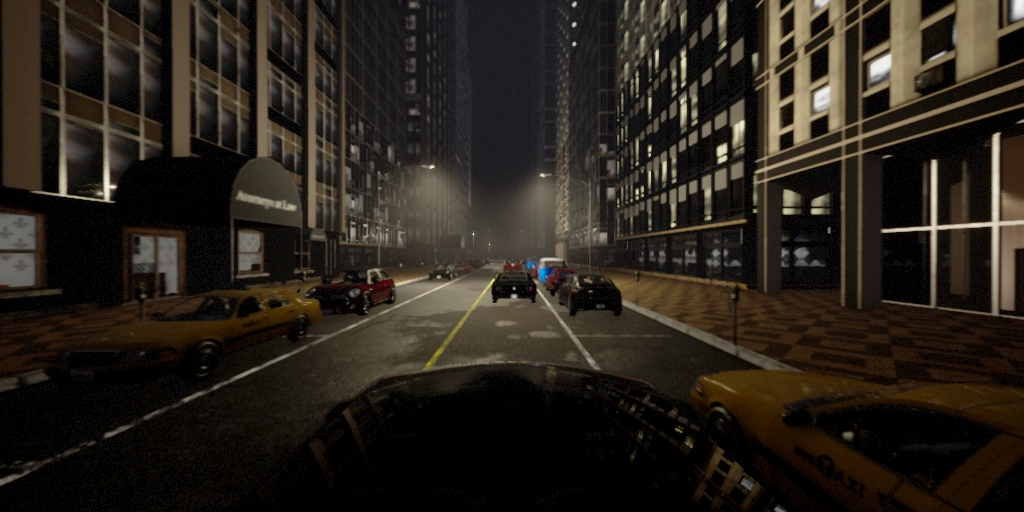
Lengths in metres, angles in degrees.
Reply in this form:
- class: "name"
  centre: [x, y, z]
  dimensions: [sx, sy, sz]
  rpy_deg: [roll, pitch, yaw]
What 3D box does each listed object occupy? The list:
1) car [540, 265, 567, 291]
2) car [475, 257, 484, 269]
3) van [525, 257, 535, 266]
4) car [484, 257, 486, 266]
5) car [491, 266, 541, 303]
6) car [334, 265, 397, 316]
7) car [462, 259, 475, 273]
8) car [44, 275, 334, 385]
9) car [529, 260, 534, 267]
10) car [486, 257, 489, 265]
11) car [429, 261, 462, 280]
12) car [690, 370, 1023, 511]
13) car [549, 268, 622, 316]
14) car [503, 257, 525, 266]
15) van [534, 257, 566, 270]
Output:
- class: "car"
  centre: [2.684, 1.301, 18.731]
  dimensions: [1.802, 1.307, 4.207]
  rpy_deg: [0, 0, 0]
- class: "car"
  centre: [-5.708, 1.177, 52.920]
  dimensions: [1.888, 1.381, 4.507]
  rpy_deg: [0, 0, 0]
- class: "van"
  centre: [2.675, 0.987, 47.222]
  dimensions: [1.690, 1.789, 3.998]
  rpy_deg: [0, 0, 0]
- class: "car"
  centre: [-5.710, 1.197, 58.619]
  dimensions: [1.802, 1.307, 4.207]
  rpy_deg: [0, 0, 0]
- class: "car"
  centre: [0.091, 1.325, 16.529]
  dimensions: [1.895, 1.301, 4.718]
  rpy_deg: [0, 0, 0]
- class: "car"
  centre: [-5.695, 1.172, 13.032]
  dimensions: [1.967, 1.591, 4.097]
  rpy_deg: [0, 0, 0]
- class: "car"
  centre: [-5.704, 1.245, 41.523]
  dimensions: [1.802, 1.307, 4.207]
  rpy_deg: [0, 0, 0]
- class: "car"
  centre: [-5.693, 1.267, 7.161]
  dimensions: [1.751, 1.417, 4.829]
  rpy_deg: [0, 0, 0]
- class: "car"
  centre: [2.680, 1.237, 30.127]
  dimensions: [1.888, 1.381, 4.507]
  rpy_deg: [0, 0, 0]
- class: "car"
  centre: [-5.712, 1.148, 64.316]
  dimensions: [2.007, 1.370, 4.403]
  rpy_deg: [0, 0, 0]
- class: "car"
  centre: [-5.700, 1.259, 30.126]
  dimensions: [1.948, 1.339, 4.313]
  rpy_deg: [0, 0, 0]
- class: "car"
  centre: [2.690, 1.275, 1.803]
  dimensions: [1.751, 1.417, 4.829]
  rpy_deg: [0, 0, 0]
- class: "car"
  centre: [2.686, 1.281, 13.033]
  dimensions: [2.007, 1.370, 4.403]
  rpy_deg: [0, 0, 0]
- class: "car"
  centre: [0.085, 1.016, 40.947]
  dimensions: [2.097, 1.767, 4.553]
  rpy_deg: [0, 0, 0]
- class: "van"
  centre: [2.682, 1.047, 24.429]
  dimensions: [1.690, 1.789, 3.998]
  rpy_deg: [0, 0, 0]
